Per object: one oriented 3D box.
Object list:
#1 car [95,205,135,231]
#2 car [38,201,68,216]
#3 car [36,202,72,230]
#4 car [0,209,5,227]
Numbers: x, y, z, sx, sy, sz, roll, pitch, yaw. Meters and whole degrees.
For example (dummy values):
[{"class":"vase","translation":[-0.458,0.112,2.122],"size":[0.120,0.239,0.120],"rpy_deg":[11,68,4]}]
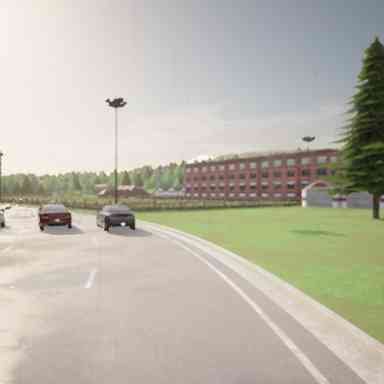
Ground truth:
[{"class":"car","translation":[-5.029,1.620,21.594],"size":[1.837,1.490,4.892],"rpy_deg":[0,0,-24]},{"class":"car","translation":[-15.381,1.764,36.718],"size":[1.994,1.385,4.181],"rpy_deg":[0,-1,-39]},{"class":"car","translation":[-9.379,1.601,22.488],"size":[1.882,1.535,5.008],"rpy_deg":[0,0,-27]},{"class":"car","translation":[-14.339,1.659,23.470],"size":[1.812,1.442,4.674],"rpy_deg":[0,0,-33]}]
